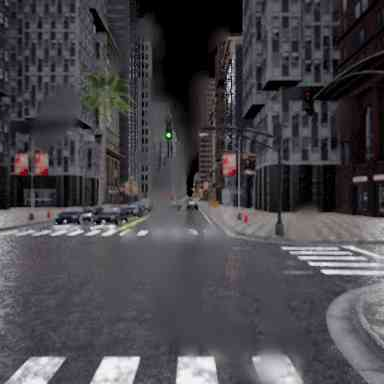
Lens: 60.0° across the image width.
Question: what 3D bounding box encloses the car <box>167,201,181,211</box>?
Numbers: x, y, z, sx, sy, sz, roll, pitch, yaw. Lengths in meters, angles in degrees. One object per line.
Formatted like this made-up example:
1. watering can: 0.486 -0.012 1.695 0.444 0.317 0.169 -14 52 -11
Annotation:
1. car: -3.203 2.294 58.130 2.097 1.767 4.553 0 -1 0

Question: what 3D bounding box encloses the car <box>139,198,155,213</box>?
1. car: -6.631 1.957 48.121 2.150 2.045 5.566 0 -1 0

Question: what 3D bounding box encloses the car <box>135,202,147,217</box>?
1. car: -6.626 2.102 37.425 1.994 1.385 4.181 0 -1 0

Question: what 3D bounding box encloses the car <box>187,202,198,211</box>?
1. car: 0.049 2.421 58.220 1.882 1.535 5.008 0 -1 0

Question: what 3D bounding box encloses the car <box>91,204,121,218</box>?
1. car: -9.879 2.109 38.795 2.033 1.411 5.357 0 -1 0

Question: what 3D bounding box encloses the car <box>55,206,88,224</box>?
1. car: -9.875 1.940 28.576 2.033 1.411 5.357 0 -1 0

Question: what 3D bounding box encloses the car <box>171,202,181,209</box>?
1. car: -3.249 2.730 68.328 1.994 1.385 4.181 0 -1 0

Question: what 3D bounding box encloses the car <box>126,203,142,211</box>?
1. car: -9.852 2.520 57.045 1.895 1.301 4.718 0 -1 0

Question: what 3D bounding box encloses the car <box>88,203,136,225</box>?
1. car: -6.599 1.934 28.184 2.033 1.411 5.357 0 -1 4

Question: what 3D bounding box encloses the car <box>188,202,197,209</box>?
1. car: 0.011 2.697 68.557 1.812 1.442 4.674 0 -1 0
